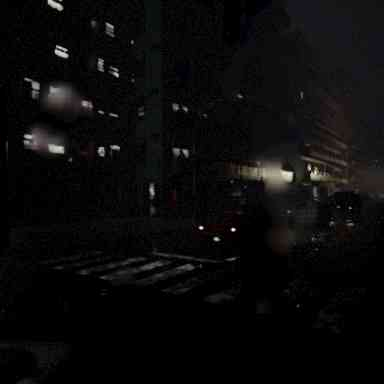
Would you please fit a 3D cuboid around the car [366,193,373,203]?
[{"bbox_3d":[26.219,0.887,51.983,2.192,1.841,5.009,-1,0,36],"label":"car"}]

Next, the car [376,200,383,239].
[{"bbox_3d":[9.741,1.195,14.936,1.967,1.590,4.097,0,0,36],"label":"car"}]

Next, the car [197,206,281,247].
[{"bbox_3d":[2.186,1.479,14.569,1.895,1.301,4.718,-1,0,35],"label":"car"}]

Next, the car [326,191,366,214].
[{"bbox_3d":[14.504,0.935,31.499,2.150,2.045,5.566,-1,0,36],"label":"car"}]

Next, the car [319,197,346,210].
[{"bbox_3d":[16.218,1.267,38.248,1.947,1.339,4.313,0,0,36],"label":"car"}]

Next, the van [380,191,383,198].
[{"bbox_3d":[42.894,0.711,74.877,1.690,1.788,3.998,-1,0,36],"label":"van"}]

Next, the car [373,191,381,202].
[{"bbox_3d":[32.892,1.040,61.141,2.008,1.369,4.403,-1,0,36],"label":"car"}]

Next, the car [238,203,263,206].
[{"bbox_3d":[3.526,1.414,20.977,1.887,1.381,4.507,0,0,36],"label":"car"}]

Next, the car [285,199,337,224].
[{"bbox_3d":[8.186,1.398,22.834,1.895,1.301,4.718,-1,0,36],"label":"car"}]
